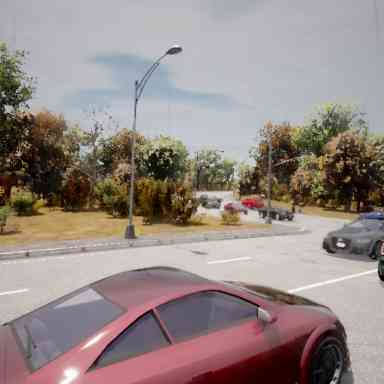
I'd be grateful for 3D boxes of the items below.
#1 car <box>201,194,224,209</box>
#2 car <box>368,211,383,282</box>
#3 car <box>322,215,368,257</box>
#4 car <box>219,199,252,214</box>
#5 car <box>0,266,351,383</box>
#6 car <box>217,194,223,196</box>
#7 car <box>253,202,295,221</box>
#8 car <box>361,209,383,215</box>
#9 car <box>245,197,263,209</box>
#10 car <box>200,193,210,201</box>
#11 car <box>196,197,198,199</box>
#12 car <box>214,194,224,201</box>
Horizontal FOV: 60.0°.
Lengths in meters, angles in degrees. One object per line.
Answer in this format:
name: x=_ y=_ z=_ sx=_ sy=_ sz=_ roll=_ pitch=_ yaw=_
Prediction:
car: x=3.063 y=1.745 z=54.906 sx=2.097 sy=1.767 sz=4.553 roll=3 pitch=1 yaw=-14
car: x=6.905 y=1.484 z=8.739 sx=4.553 sy=1.767 sz=2.097 roll=2 pitch=-1 yaw=-36
car: x=7.021 y=1.759 z=12.948 sx=4.181 sy=1.385 sz=1.994 roll=2 pitch=-1 yaw=-32
car: x=5.895 y=2.199 z=45.347 sx=1.812 sy=1.442 sz=4.674 roll=3 pitch=0 yaw=-19
car: x=-0.109 y=1.571 z=3.674 sx=4.181 sy=1.385 sz=1.994 roll=0 pitch=0 yaw=-36
car: x=4.374 y=1.551 z=66.814 sx=1.882 sy=1.535 sz=5.008 roll=2 pitch=2 yaw=-9
car: x=9.251 y=2.291 z=36.693 sx=1.837 sy=1.490 sz=4.892 roll=3 pitch=-1 yaw=-23
car: x=18.954 y=2.456 z=33.022 sx=2.097 sy=1.767 sz=4.553 roll=3 pitch=-2 yaw=-27
car: x=10.098 y=1.944 z=56.097 sx=2.150 sy=2.045 sz=5.566 roll=2 pitch=2 yaw=-15
car: x=2.988 y=1.158 z=78.217 sx=1.994 sy=1.385 sz=4.181 roll=2 pitch=2 yaw=-1
car: x=0.981 y=1.585 z=64.745 sx=1.895 sy=1.301 sz=4.718 roll=2 pitch=2 yaw=-9
car: x=6.424 y=1.213 z=79.708 sx=1.812 sy=1.442 sz=4.674 roll=2 pitch=2 yaw=-1
